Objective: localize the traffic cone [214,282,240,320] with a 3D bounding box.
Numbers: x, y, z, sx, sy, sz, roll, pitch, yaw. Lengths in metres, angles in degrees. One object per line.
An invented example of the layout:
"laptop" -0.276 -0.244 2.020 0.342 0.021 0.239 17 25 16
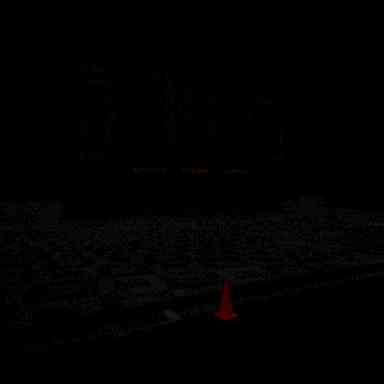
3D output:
"traffic cone" 0.622 1.919 5.971 0.340 0.580 0.340 0 0 -31
